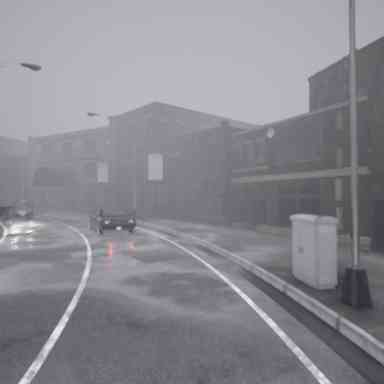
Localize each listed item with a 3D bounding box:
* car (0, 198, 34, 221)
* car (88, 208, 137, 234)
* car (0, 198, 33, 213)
[{"bbox_3d":[-14.062,1.392,26.240,2.128,1.511,4.902,1,0,-43],"label":"car"},{"bbox_3d":[-4.701,1.554,19.014,1.895,1.301,4.718,0,0,-26],"label":"car"},{"bbox_3d":[-19.179,1.406,35.697,4.674,1.442,1.812,0,-1,36],"label":"car"}]
